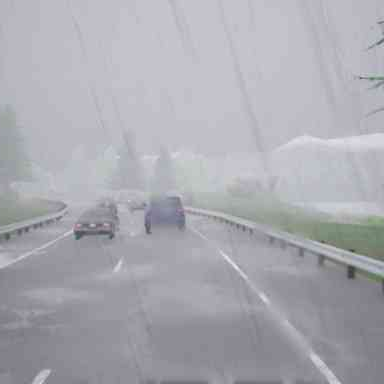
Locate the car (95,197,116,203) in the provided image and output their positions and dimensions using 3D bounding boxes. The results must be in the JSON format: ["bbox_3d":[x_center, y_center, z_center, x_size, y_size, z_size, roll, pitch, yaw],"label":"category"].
[{"bbox_3d":[-9.313,1.349,36.016,2.097,1.767,4.553,0,0,-17],"label":"car"}]

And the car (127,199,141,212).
[{"bbox_3d":[-6.335,1.536,38.345,2.033,1.411,5.357,0,0,-19],"label":"car"}]

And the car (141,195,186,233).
[{"bbox_3d":[-1.731,1.213,19.860,2.150,2.045,5.566,0,0,-9],"label":"car"}]

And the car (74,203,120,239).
[{"bbox_3d":[-4.853,1.547,17.410,2.033,1.411,5.357,0,0,-9],"label":"car"}]
